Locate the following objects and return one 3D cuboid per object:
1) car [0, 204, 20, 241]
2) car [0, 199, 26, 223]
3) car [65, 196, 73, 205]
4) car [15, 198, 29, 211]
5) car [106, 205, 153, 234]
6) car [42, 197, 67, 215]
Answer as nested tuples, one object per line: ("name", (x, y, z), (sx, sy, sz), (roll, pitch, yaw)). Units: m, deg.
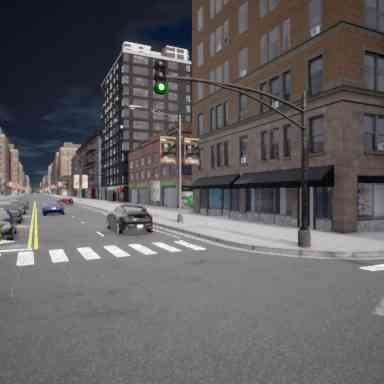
("car", (-9.773, 1.539, 16.475), (1.812, 1.442, 4.674), (0, 0, -25))
("car", (-13.704, 1.521, 24.851), (1.837, 1.490, 4.892), (0, 0, -25))
("car", (-21.507, 1.495, 56.957), (1.882, 1.535, 5.008), (0, 0, -25))
("car", (-17.949, 1.523, 33.919), (1.837, 1.490, 4.892), (0, 0, -25))
("car", (-3.718, 1.512, 19.353), (1.837, 1.490, 4.892), (0, 0, -25))
("car", (-14.459, 1.579, 34.564), (1.994, 1.385, 4.181), (0, 0, -25))
